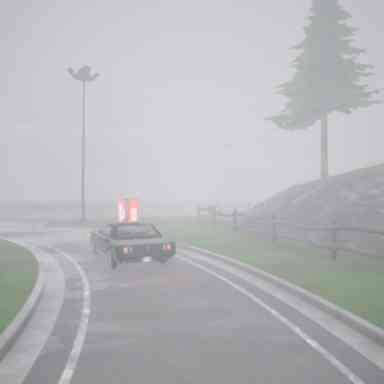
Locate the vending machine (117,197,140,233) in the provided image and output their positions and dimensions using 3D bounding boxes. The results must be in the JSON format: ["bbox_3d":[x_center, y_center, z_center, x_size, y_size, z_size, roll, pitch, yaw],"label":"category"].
[{"bbox_3d":[-3.925,1.392,20.670,0.880,2.100,1.100,-1,-1,44],"label":"vending machine"}]

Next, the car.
[{"bbox_3d":[-2.313,1.714,11.778,1.895,1.301,4.718,0,-1,-27],"label":"car"}]
